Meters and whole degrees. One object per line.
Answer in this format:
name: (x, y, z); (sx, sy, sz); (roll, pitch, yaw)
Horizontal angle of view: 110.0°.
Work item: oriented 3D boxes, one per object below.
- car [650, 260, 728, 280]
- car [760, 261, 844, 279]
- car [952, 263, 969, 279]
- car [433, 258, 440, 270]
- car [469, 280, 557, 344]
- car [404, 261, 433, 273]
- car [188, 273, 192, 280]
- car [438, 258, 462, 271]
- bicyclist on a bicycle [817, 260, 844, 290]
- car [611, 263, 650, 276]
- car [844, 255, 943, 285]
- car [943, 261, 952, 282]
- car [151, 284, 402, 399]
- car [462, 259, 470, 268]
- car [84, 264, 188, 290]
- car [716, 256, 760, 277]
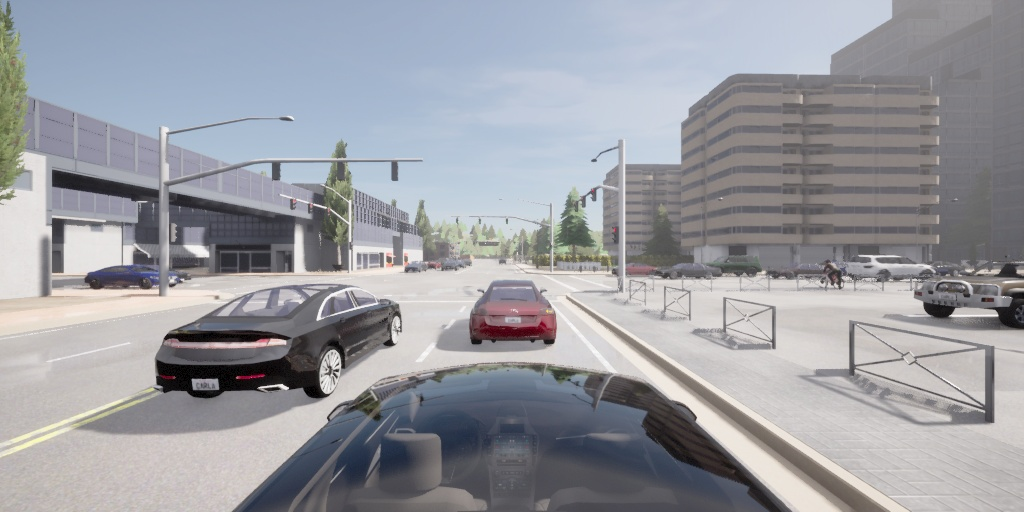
car: (15.239, 1.297, 31.097); (5.357, 1.411, 2.033); (0, 0, -2)
car: (25.309, 1.297, 31.395); (5.357, 1.411, 2.033); (0, 0, -2)
car: (41.234, 1.255, 35.326); (4.892, 1.490, 1.837); (0, 0, -1)
car: (-11.996, 1.351, 53.988); (1.895, 1.301, 4.718); (0, 0, -1)
car: (0.012, 1.314, 9.544); (1.994, 1.385, 4.181); (0, 0, 0)
car: (-11.761, 1.297, 44.403); (2.033, 1.411, 5.357); (0, 0, -1)
car: (-26.174, 1.297, 25.513); (5.357, 1.411, 2.033); (0, 0, -1)
car: (-8.358, 1.314, 48.858); (1.994, 1.385, 4.181); (0, 0, -2)
bicyclist on a bicycle: (17.929, 1.052, 20.189); (0.582, 1.620, 1.656); (0, 0, -2)
car: (11.749, 1.314, 34.495); (4.181, 1.385, 1.994); (0, 0, -2)
car: (29.234, 0.971, 27.813); (5.566, 2.045, 2.150); (0, 0, -2)
car: (35.172, 1.351, 31.675); (4.718, 1.301, 1.895); (0, 0, -2)
car: (-3.473, 1.242, 6.486); (2.128, 1.511, 4.902); (0, 0, 0)
car: (-8.621, 1.297, 59.155); (2.033, 1.411, 5.357); (0, 0, -1)
car: (-23.328, 1.276, 22.079); (4.674, 1.442, 1.812); (0, 0, -1)
car: (21.093, 0.972, 34.774); (5.566, 2.045, 2.150); (0, 0, -2)
